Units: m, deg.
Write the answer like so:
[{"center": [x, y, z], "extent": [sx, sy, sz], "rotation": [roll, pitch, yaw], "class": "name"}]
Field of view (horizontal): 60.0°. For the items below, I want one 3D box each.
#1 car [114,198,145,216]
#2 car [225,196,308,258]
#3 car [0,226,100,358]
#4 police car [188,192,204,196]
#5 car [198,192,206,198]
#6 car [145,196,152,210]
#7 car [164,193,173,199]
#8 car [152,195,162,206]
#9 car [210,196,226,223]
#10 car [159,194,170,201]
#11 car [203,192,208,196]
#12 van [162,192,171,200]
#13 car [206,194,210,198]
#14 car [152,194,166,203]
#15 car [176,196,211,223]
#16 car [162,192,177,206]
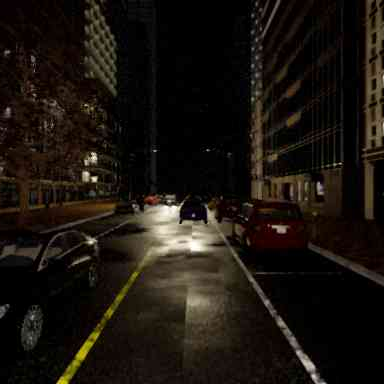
[{"center": [-5.703, 1.350, 29.473], "extent": [2.008, 1.369, 4.403], "rotation": [0, 0, 0], "class": "car"}, {"center": [2.687, 1.231, 12.387], "extent": [2.192, 1.841, 5.009], "rotation": [0, 0, 0], "class": "car"}, {"center": [-3.105, 1.450, 6.072], "extent": [2.128, 1.511, 4.902], "rotation": [0, 0, 0], "class": "car"}, {"center": [0.077, 1.140, 41.116], "extent": [1.930, 1.638, 5.238], "rotation": [0, 0, 0], "class": "police car"}, {"center": [2.650, 0.812, 86.382], "extent": [1.967, 1.590, 4.097], "rotation": [0, 0, 0], "class": "car"}, {"center": [-5.706, 1.324, 35.165], "extent": [1.947, 1.339, 4.313], "rotation": [0, 0, 0], "class": "car"}, {"center": [-5.729, 0.999, 80.702], "extent": [1.802, 1.307, 4.206], "rotation": [0, 0, 0], "class": "car"}, {"center": [-5.711, 1.257, 46.548], "extent": [1.802, 1.307, 4.206], "rotation": [0, 0, 0], "class": "car"}, {"center": [2.682, 1.154, 23.771], "extent": [2.192, 1.841, 5.009], "rotation": [0, 0, 0], "class": "car"}, {"center": [-5.723, 1.049, 69.317], "extent": [1.887, 1.381, 4.507], "rotation": [0, 0, 0], "class": "car"}, {"center": [2.660, 1.114, 63.617], "extent": [1.947, 1.339, 4.313], "rotation": [0, 0, 0], "class": "car"}, {"center": [-5.725, 0.802, 75.008], "extent": [1.690, 1.788, 3.998], "rotation": [0, 0, 0], "class": "van"}, {"center": [2.675, 1.282, 35.326], "extent": [1.752, 1.417, 4.829], "rotation": [0, 0, 0], "class": "car"}, {"center": [-5.718, 1.141, 57.933], "extent": [2.008, 1.369, 4.403], "rotation": [0, 0, 0], "class": "car"}, {"center": [0.089, 1.317, 23.627], "extent": [1.882, 1.535, 5.008], "rotation": [0, 1, 0], "class": "car"}, {"center": [-3.110, 1.154, 48.122], "extent": [2.128, 1.511, 4.902], "rotation": [0, 1, 0], "class": "car"}]
